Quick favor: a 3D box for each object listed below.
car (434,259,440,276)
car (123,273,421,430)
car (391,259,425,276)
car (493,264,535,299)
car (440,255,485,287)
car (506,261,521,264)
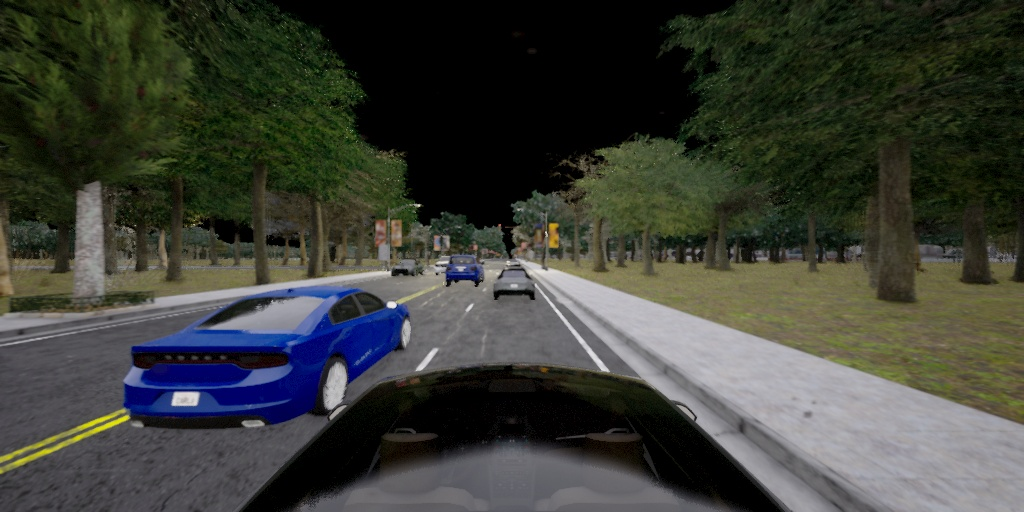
[{"bbox_3d":[-6.510,0.951,37.268,2.150,2.045,5.566,0,0,0],"label":"car"},{"bbox_3d":[-3.149,1.224,5.934,1.882,1.535,5.008,0,0,0],"label":"car"},{"bbox_3d":[-9.794,1.078,33.953,2.097,1.767,4.553,0,0,1],"label":"car"},{"bbox_3d":[0.102,1.299,17.884,1.994,1.385,4.181,0,0,0],"label":"car"},{"bbox_3d":[-3.148,0.952,24.689,2.150,2.045,5.566,0,0,0],"label":"car"},{"bbox_3d":[0.104,1.216,34.934,2.128,1.511,4.902,0,0,0],"label":"car"}]
